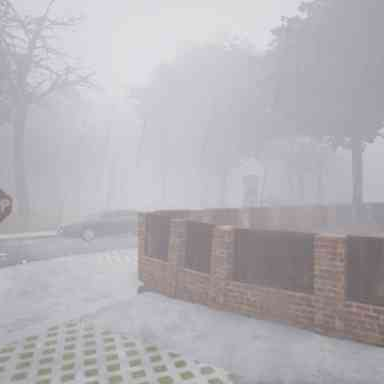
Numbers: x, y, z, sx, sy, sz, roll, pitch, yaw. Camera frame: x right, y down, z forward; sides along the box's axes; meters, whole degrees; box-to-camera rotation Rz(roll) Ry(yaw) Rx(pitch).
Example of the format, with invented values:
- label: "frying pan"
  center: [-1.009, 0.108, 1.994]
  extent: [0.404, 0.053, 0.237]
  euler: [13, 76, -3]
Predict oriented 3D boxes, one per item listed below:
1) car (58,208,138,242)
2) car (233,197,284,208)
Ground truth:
- label: "car"
  center: [-4.384, 1.611, 17.221]
  extent: [4.892, 1.490, 1.837]
  euler: [0, -1, -44]
- label: "car"
  center: [5.249, 1.442, 26.392]
  extent: [5.566, 2.045, 2.150]
  euler: [0, -1, -44]
